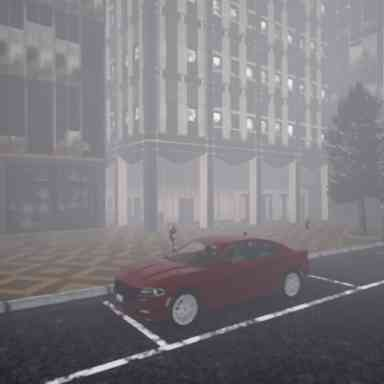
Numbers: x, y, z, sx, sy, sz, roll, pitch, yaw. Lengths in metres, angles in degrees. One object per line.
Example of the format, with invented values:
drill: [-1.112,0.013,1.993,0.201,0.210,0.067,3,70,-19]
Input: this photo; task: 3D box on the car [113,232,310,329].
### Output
car: [0.594,1.587,7.000,4.507,1.381,1.887,1,-1,-36]
